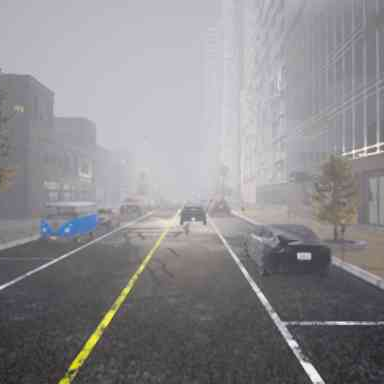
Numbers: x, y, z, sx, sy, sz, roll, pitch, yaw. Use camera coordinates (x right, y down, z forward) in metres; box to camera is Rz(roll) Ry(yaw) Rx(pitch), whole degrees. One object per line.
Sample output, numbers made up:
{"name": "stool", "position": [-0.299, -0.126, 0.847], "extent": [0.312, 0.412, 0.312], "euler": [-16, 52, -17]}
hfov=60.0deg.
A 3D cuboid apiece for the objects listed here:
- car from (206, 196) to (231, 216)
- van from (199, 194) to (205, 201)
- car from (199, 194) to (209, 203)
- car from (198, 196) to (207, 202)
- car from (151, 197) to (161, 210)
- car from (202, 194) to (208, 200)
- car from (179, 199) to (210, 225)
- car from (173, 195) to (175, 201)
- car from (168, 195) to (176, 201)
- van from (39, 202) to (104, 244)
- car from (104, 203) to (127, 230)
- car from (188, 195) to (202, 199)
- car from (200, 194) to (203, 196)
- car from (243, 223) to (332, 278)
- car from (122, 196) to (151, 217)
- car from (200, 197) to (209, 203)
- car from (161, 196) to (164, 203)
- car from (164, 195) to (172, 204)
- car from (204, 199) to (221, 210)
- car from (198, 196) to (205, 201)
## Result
{"name": "car", "position": [2.691, 1.497, 32.649], "extent": [1.967, 1.590, 4.097], "euler": [1, 0, 0]}
{"name": "van", "position": [2.640, 1.504, 89.089], "extent": [1.690, 1.788, 3.998], "euler": [1, 0, 0]}
{"name": "car", "position": [2.683, 1.456, 77.801], "extent": [2.192, 1.841, 5.009], "euler": [1, 0, 0]}
{"name": "car", "position": [2.653, 1.703, 83.445], "extent": [2.008, 1.369, 4.403], "euler": [1, 0, 0]}
{"name": "car", "position": [-5.695, 1.627, 43.989], "extent": [2.008, 1.369, 4.403], "euler": [1, 0, 0]}
{"name": "car", "position": [2.690, 1.382, 38.293], "extent": [2.192, 1.841, 5.009], "euler": [1, 0, 0]}
{"name": "car", "position": [0.091, 1.549, 24.733], "extent": [1.837, 1.490, 4.892], "euler": [0, 0, 0]}
{"name": "car", "position": [-5.714, 1.728, 89.141], "extent": [1.947, 1.339, 4.313], "euler": [1, 0, 0]}
{"name": "car", "position": [-5.714, 1.613, 94.785], "extent": [1.967, 1.590, 4.097], "euler": [1, 0, 0]}
{"name": "van", "position": [-5.681, 1.368, 15.769], "extent": [1.690, 1.788, 3.998], "euler": [1, 0, 0]}
{"name": "car", "position": [-5.687, 1.619, 21.414], "extent": [1.802, 1.307, 4.206], "euler": [1, 0, 0]}
{"name": "car", "position": [0.082, 1.571, 46.079], "extent": [2.128, 1.511, 4.902], "euler": [0, 0, 0]}
{"name": "car", "position": [2.675, 1.685, 66.512], "extent": [1.947, 1.339, 4.313], "euler": [1, 0, 0]}
{"name": "car", "position": [2.698, 1.584, 10.072], "extent": [1.947, 1.339, 4.313], "euler": [1, 0, 0]}
{"name": "car", "position": [-5.687, 1.371, 32.702], "extent": [2.192, 1.841, 5.009], "euler": [1, 0, 0]}
{"name": "car", "position": [2.677, 1.712, 72.157], "extent": [1.802, 1.307, 4.206], "euler": [1, 0, 0]}
{"name": "car", "position": [-5.698, 1.631, 49.632], "extent": [1.887, 1.381, 4.507], "euler": [1, 0, 0]}
{"name": "car", "position": [-5.703, 1.559, 66.565], "extent": [1.967, 1.590, 4.097], "euler": [1, 0, 0]}
{"name": "car", "position": [2.684, 1.643, 43.936], "extent": [1.947, 1.339, 4.313], "euler": [1, 0, 0]}
{"name": "car", "position": [2.631, 1.740, 94.733], "extent": [1.947, 1.339, 4.313], "euler": [1, 0, 0]}
